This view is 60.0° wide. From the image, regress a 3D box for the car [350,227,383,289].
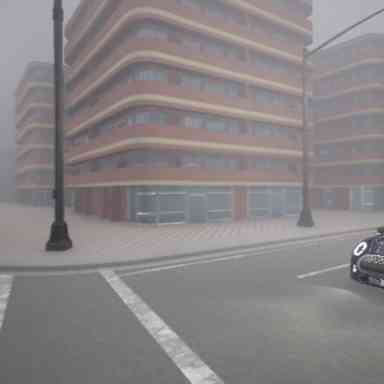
[{"bbox_3d":[5.905,1.305,8.189,4.553,1.767,2.097,0,0,-35],"label":"car"}]
